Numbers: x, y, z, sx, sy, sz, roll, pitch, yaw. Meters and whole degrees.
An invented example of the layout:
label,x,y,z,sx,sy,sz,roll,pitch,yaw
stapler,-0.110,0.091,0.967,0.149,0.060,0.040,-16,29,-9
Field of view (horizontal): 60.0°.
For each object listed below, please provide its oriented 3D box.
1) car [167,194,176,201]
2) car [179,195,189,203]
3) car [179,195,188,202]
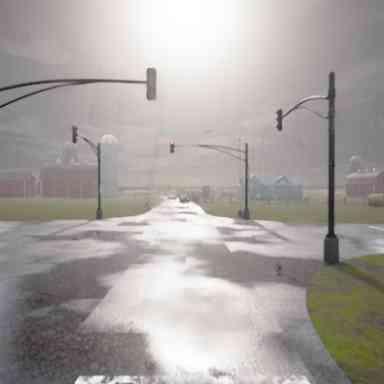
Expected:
label,x,y,z,sx,sy,sz,roll,pitch,yaw
car,-4.525,1.200,74.232,1.812,1.442,4.674,0,0,-3
car,-1.548,1.640,70.225,1.895,1.301,4.718,0,0,-3
car,-2.134,1.482,80.211,1.837,1.490,4.892,0,0,-4
